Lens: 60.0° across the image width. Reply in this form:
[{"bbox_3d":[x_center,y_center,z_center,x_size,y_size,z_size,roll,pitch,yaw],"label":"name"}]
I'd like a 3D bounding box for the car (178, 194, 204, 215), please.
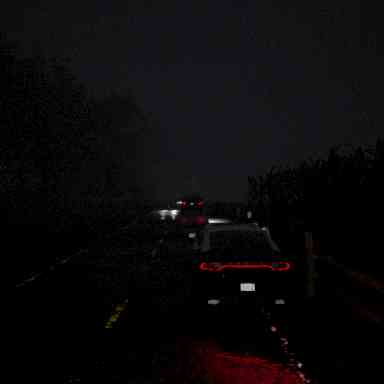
[{"bbox_3d":[0.009,1.216,33.882,2.150,2.045,5.566,0,0,0],"label":"car"}]

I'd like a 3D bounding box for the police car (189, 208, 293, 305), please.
[{"bbox_3d":[0.948,1.423,8.268,1.930,1.638,5.238,0,0,0],"label":"police car"}]

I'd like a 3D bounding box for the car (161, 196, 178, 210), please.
[{"bbox_3d":[-2.817,1.558,42.083,1.994,1.385,4.181,0,0,0],"label":"car"}]
